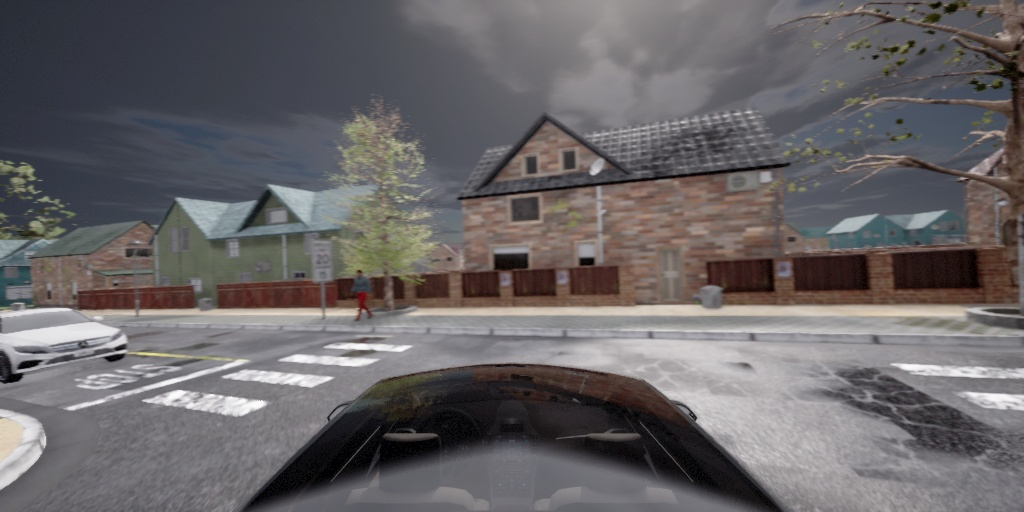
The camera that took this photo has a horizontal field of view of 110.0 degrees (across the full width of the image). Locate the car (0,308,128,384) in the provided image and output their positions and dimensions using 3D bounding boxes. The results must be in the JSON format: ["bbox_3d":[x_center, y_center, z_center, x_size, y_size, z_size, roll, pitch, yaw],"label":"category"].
[{"bbox_3d":[-11.877,2.058,8.945,4.674,1.442,1.812,-4,0,21],"label":"car"}]

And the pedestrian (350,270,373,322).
[{"bbox_3d":[-5.157,1.296,12.329,0.375,1.860,0.375,-2,2,21],"label":"pedestrian"}]
